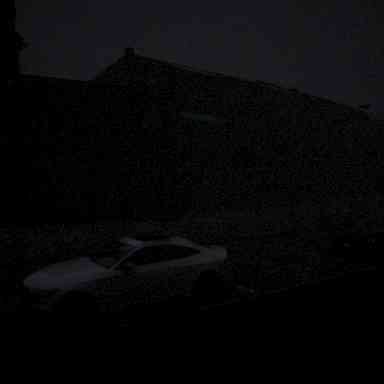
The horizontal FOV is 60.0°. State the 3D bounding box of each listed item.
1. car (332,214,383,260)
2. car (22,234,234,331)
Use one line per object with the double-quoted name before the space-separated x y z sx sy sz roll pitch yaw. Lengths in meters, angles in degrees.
"car" 7.619 1.612 13.230 5.008 1.535 2.097 0 -1 -33
"car" -1.196 1.736 7.463 4.674 1.452 2.002 -1 1 -31
